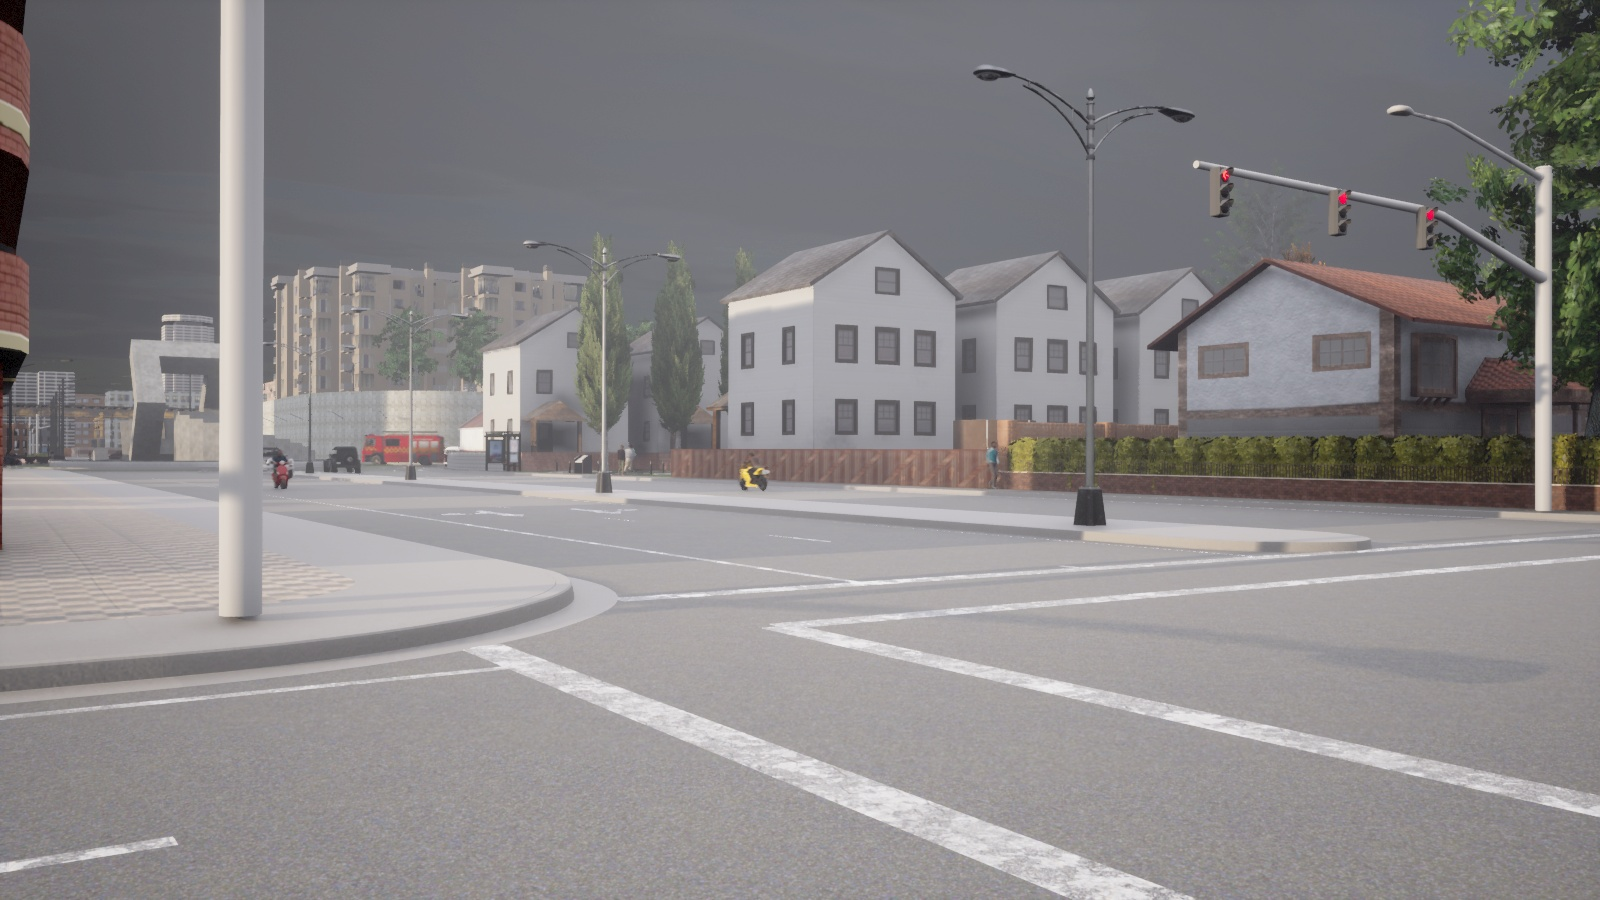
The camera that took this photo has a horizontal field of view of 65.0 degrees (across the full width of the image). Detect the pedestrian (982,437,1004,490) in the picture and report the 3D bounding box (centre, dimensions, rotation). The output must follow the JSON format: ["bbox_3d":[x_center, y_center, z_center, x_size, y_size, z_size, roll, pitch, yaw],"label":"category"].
[{"bbox_3d":[7.112,0.498,46.292,0.396,1.930,0.692,0,0,-36],"label":"pedestrian"}]

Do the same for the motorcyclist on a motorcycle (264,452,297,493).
[{"bbox_3d":[-20.578,0.864,49.724,0.866,1.590,1.817,0,0,-33],"label":"motorcyclist on a motorcycle"}]

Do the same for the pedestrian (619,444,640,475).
[{"bbox_3d":[-10.354,0.558,76.263,0.900,1.855,0.874,0,0,-36],"label":"pedestrian"}]

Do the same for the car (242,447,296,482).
[{"bbox_3d":[-29.412,0.794,69.442,1.932,1.855,4.605,0,0,-33],"label":"car"}]

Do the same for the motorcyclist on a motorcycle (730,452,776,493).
[{"bbox_3d":[-1.826,0.850,48.554,0.797,1.523,2.044,0,0,-33],"label":"motorcyclist on a motorcycle"}]

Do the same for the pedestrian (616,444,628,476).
[{"bbox_3d":[-10.254,0.596,72.354,0.431,1.840,0.703,0,0,-28],"label":"pedestrian"}]

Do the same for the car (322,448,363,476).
[{"bbox_3d":[-32.154,0.825,88.174,1.905,1.878,3.866,0,0,-32],"label":"car"}]
